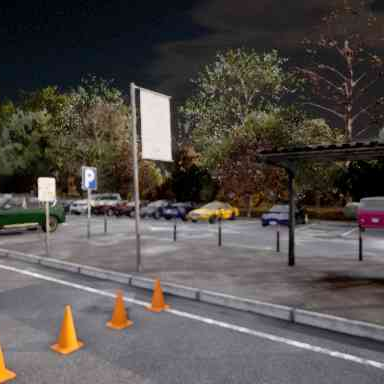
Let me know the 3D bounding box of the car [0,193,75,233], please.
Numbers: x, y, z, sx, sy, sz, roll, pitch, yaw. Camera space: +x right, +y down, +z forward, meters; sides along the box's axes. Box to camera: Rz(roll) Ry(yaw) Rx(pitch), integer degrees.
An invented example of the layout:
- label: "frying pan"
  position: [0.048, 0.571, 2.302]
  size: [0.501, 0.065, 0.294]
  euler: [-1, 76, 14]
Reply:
- label: "car"
  position: [-9.525, 1.223, 17.722]
  size: [2.435, 2.045, 5.566]
  euler: [0, 0, 35]

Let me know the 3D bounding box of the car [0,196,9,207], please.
- label: "car"
  position: [-29.856, 1.337, 48.251]
  size: [1.946, 1.575, 5.366]
  euler: [1, 0, 35]

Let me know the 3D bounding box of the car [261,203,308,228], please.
- label: "car"
  position: [6.366, 1.514, 22.543]
  size: [2.163, 1.488, 4.792]
  euler: [0, 0, 35]

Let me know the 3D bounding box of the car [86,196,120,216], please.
- label: "car"
  position: [-7.242, 1.468, 32.144]
  size: [2.097, 1.535, 5.008]
  euler: [0, 0, 35]

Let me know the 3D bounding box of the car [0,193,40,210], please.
- label: "car"
  position: [-23.164, 1.157, 43.287]
  size: [2.435, 2.045, 5.566]
  euler: [0, 0, 35]

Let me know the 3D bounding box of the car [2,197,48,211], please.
- label: "car"
  position: [-20.862, 1.456, 41.740]
  size: [2.163, 1.488, 4.792]
  euler: [0, 0, 35]

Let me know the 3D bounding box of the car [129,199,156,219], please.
- label: "car"
  position: [-2.699, 1.475, 28.954]
  size: [2.231, 1.521, 4.892]
  euler: [0, 0, 35]

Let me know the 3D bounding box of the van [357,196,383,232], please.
- label: "van"
  position: [10.991, 1.264, 19.471]
  size: [1.878, 1.987, 4.442]
  euler: [0, 0, 35]

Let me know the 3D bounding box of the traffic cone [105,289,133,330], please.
- label: "traffic cone"
  position: [-1.235, 1.958, 5.656]
  size: [0.340, 0.580, 0.340]
  euler: [0, 0, 35]

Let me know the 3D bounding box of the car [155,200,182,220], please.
- label: "car"
  position: [-0.415, 1.506, 27.377]
  size: [2.163, 1.488, 4.792]
  euler: [0, 0, 35]

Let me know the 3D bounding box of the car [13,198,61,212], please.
- label: "car"
  position: [-18.618, 1.472, 40.093]
  size: [2.163, 1.488, 4.792]
  euler: [0, 0, 35]

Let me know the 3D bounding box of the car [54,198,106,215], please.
- label: "car"
  position: [-11.790, 1.464, 35.325]
  size: [2.231, 1.521, 4.892]
  euler: [0, 0, 35]

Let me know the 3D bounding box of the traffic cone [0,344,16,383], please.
- label: "traffic cone"
  position: [-2.385, 1.958, 4.023]
  size: [0.340, 0.580, 0.340]
  euler: [0, 0, 35]

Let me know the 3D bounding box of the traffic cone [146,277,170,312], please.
- label: "traffic cone"
  position: [-0.660, 1.958, 6.472]
  size: [0.340, 0.580, 0.340]
  euler: [0, 0, 36]

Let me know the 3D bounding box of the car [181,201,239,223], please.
- label: "car"
  position: [1.733, 1.476, 25.606]
  size: [1.946, 1.575, 5.366]
  euler: [0, 0, 35]

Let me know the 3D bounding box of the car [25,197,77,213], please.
- label: "car"
  position: [-16.226, 1.447, 38.674]
  size: [1.946, 1.575, 5.366]
  euler: [0, 0, 35]

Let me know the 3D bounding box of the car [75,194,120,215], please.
- label: "car"
  position: [-9.533, 1.215, 33.712]
  size: [2.435, 2.045, 5.566]
  euler: [0, 0, 35]

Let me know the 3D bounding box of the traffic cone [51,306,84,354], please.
- label: "traffic cone"
  position: [-1.810, 1.958, 4.840]
  size: [0.340, 0.580, 0.340]
  euler: [0, 0, 35]

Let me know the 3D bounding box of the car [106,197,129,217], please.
- label: "car"
  position: [-4.971, 1.471, 30.548]
  size: [2.097, 1.535, 5.008]
  euler: [0, 0, 35]

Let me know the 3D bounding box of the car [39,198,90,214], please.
- label: "car"
  position: [-14.063, 1.458, 36.923]
  size: [2.097, 1.535, 5.008]
  euler: [0, 0, 35]
